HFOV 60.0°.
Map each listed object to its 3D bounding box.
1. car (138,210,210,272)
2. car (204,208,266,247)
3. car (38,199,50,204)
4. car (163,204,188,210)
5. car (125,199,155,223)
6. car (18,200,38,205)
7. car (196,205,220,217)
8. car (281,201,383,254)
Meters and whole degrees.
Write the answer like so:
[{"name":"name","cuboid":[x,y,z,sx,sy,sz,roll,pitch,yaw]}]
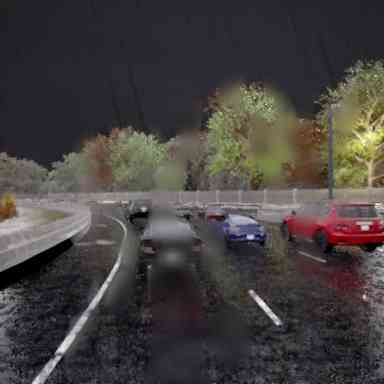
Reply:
[{"name":"car","cuboid":[-0.817,1.628,11.405,1.882,1.535,5.008,0,-1,-7]},{"name":"car","cuboid":[2.050,1.726,16.037,1.812,1.442,4.674,0,-1,-9]},{"name":"car","cuboid":[-39.264,2.643,85.706,4.181,1.385,1.994,-1,-1,37]},{"name":"car","cuboid":[-1.571,1.900,31.435,2.128,1.511,4.902,0,-1,-17]},{"name":"car","cuboid":[-4.729,1.621,29.932,2.150,2.045,5.566,0,-1,-16]},{"name":"car","cuboid":[-41.414,2.604,82.945,5.357,1.411,2.033,-1,-1,37]},{"name":"car","cuboid":[1.782,1.973,32.373,1.994,1.385,4.181,0,-1,-16]},{"name":"car","cuboid":[5.858,1.394,14.605,2.150,2.045,5.566,0,0,-8]}]
